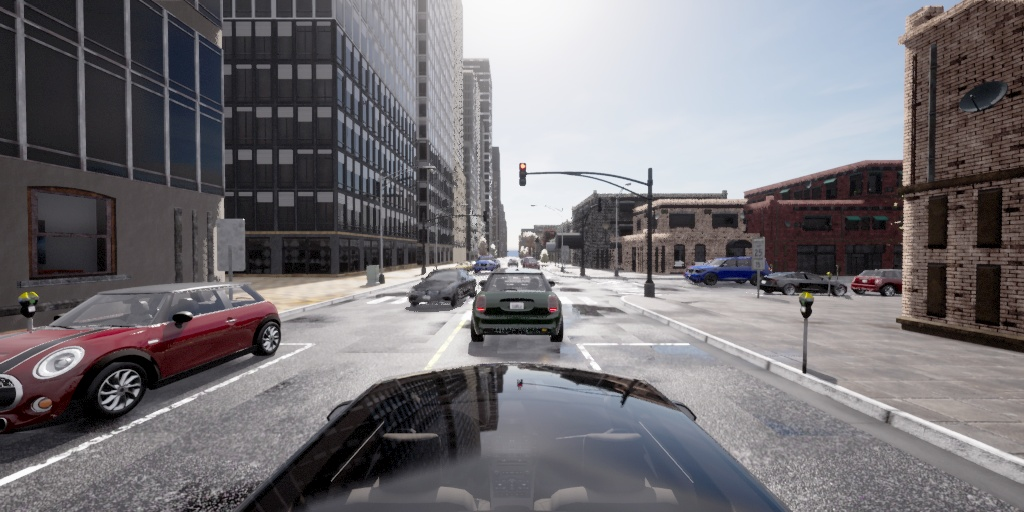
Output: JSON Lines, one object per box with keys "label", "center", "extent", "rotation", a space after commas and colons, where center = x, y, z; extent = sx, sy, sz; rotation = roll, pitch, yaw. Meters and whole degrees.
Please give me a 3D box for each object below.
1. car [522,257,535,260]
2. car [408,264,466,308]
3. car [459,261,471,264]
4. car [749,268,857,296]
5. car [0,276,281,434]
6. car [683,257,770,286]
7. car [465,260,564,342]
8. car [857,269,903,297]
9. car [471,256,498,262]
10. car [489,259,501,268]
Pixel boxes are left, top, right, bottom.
{"label": "car", "center": [2.780, 1.179, 49.134], "extent": [1.967, 1.591, 4.097], "rotation": [0, 0, 0]}
{"label": "car", "center": [-2.815, 1.272, 15.472], "extent": [1.812, 1.442, 4.674], "rotation": [-1, 0, 8]}
{"label": "car", "center": [-5.749, 1.265, 43.391], "extent": [1.751, 1.417, 4.829], "rotation": [0, 0, 0]}
{"label": "car", "center": [16.447, 1.547, 20.446], "extent": [4.313, 1.339, 1.948], "rotation": [0, 0, 1]}
{"label": "car", "center": [-5.684, 1.189, 5.613], "extent": [1.967, 1.591, 4.097], "rotation": [0, 0, 0]}
{"label": "car", "center": [15.775, 1.104, 26.234], "extent": [5.566, 2.045, 2.150], "rotation": [0, 1, 1]}
{"label": "car", "center": [0.150, 1.100, 9.910], "extent": [2.097, 1.767, 4.553], "rotation": [0, 0, 1]}
{"label": "car", "center": [21.994, 1.474, 20.364], "extent": [4.097, 1.591, 1.967], "rotation": [0, 0, 1]}
{"label": "car", "center": [-3.013, 0.962, 41.496], "extent": [2.150, 2.045, 5.566], "rotation": [0, 0, 1]}
{"label": "car", "center": [-2.956, 1.262, 61.937], "extent": [1.812, 1.442, 4.674], "rotation": [0, 0, 0]}
